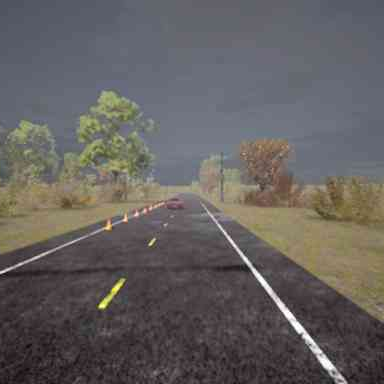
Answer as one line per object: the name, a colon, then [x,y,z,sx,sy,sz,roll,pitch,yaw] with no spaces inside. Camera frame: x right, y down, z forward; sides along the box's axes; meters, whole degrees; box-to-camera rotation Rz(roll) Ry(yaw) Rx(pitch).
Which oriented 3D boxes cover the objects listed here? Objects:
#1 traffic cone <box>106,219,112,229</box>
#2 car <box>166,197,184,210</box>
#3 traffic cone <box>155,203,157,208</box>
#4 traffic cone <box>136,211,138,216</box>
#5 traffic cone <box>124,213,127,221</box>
traffic cone: [-4.896,1.890,19.582,0.340,0.580,0.340,0,0,0]
car: [-2.043,1.343,40.460,1.882,1.535,5.008,0,0,0]
traffic cone: [-4.893,1.808,44.585,0.340,0.580,0.340,0,0,0]
traffic cone: [-4.895,1.857,29.583,0.340,0.580,0.340,0,0,0]
traffic cone: [-4.896,1.873,24.583,0.340,0.580,0.340,0,0,0]
